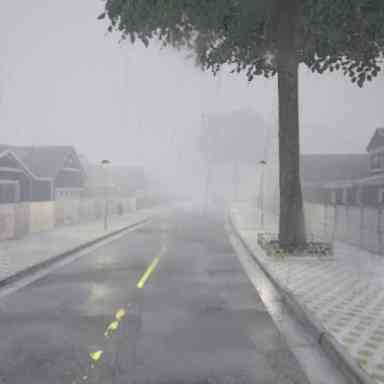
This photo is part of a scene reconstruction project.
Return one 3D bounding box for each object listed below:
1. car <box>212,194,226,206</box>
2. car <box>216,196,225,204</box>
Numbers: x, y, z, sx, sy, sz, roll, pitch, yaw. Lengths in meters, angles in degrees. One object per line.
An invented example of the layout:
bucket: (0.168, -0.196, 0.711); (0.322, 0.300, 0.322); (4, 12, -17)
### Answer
car: (4.856, 1.363, 60.089); (2.150, 2.045, 5.566); (0, 0, 7)
car: (6.052, 1.623, 70.411); (1.837, 1.490, 4.892); (0, 0, 7)
